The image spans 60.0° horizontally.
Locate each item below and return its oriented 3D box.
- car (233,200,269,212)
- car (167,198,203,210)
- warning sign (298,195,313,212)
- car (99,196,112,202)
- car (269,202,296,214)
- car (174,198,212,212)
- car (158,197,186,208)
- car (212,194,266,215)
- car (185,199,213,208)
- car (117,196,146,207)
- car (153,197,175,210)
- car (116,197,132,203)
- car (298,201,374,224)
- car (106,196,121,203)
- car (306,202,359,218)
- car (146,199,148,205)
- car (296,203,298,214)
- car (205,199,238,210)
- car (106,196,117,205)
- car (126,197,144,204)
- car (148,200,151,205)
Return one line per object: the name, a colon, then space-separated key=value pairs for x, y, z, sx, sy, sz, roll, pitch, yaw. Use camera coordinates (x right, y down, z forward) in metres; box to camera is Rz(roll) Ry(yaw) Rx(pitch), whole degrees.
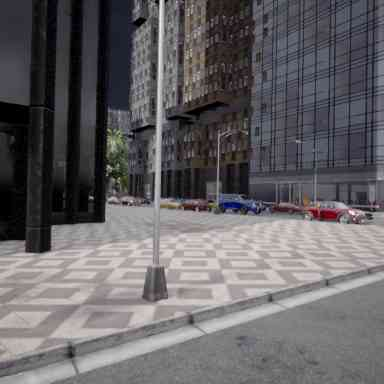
car: x=7.318 y=1.733 z=41.537 sx=1.947 sy=1.339 sz=4.313 roll=2 pitch=-1 yaw=-35
car: x=-1.015 y=1.563 z=43.158 sx=2.033 sy=1.411 sz=5.357 roll=2 pitch=-1 yaw=-35
warning sign: x=12.858 y=1.340 z=37.752 sx=1.300 sy=1.860 sz=1.060 roll=2 pitch=-1 yaw=-35
car: x=-21.325 y=1.757 z=81.763 sx=1.802 sy=1.307 sz=4.206 roll=2 pitch=-1 yaw=-35
car: x=10.500 y=1.746 z=37.068 sx=1.802 sy=1.307 sz=4.206 roll=2 pitch=-1 yaw=-35
car: x=0.373 y=1.486 z=36.598 sx=1.887 sy=1.381 sz=4.507 roll=2 pitch=-1 yaw=-35
car: x=-3.211 y=1.594 z=51.639 sx=2.128 sy=1.511 sz=4.902 roll=2 pitch=-1 yaw=-35
car: x=4.920 y=1.231 z=34.829 sx=2.150 sy=2.045 sz=5.566 roll=2 pitch=-1 yaw=-35
car: x=0.953 y=1.724 z=50.476 sx=2.008 sy=1.369 sz=4.403 roll=2 pitch=-1 yaw=-35
car: x=-9.174 y=1.390 z=50.011 sx=1.967 sy=1.590 sz=4.097 roll=2 pitch=-1 yaw=-35
car: x=-2.711 y=1.470 z=40.930 sx=1.752 sy=1.417 sz=4.829 roll=2 pitch=-1 yaw=-35
car: x=-14.960 y=1.741 z=72.824 sx=1.947 sy=1.339 sz=4.313 roll=2 pitch=-1 yaw=-35
car: x=9.907 y=1.372 z=23.215 sx=1.967 sy=1.590 sz=4.097 roll=2 pitch=-1 yaw=-36
car: x=-18.240 y=1.700 z=77.433 sx=1.752 sy=1.417 sz=4.829 roll=2 pitch=-1 yaw=-35
car: x=13.683 y=1.727 z=32.598 sx=1.947 sy=1.339 sz=4.313 roll=2 pitch=-1 yaw=-35
car: x=-9.299 y=1.704 z=60.112 sx=1.895 sy=1.301 sz=4.718 roll=2 pitch=-1 yaw=-35
car: x=11.195 y=1.552 z=26.042 sx=2.033 sy=1.411 sz=5.357 roll=2 pitch=-1 yaw=-33
car: x=4.037 y=1.696 z=46.146 sx=1.752 sy=1.417 sz=4.829 roll=2 pitch=-1 yaw=-35
car: x=-12.360 y=1.533 z=54.479 sx=1.802 sy=1.307 sz=4.206 roll=2 pitch=-1 yaw=-35
car: x=-11.778 y=1.742 z=68.355 sx=1.947 sy=1.339 sz=4.313 roll=2 pitch=-1 yaw=-35
car: x=-5.412 y=1.727 z=59.416 sx=2.008 sy=1.369 sz=4.403 roll=2 pitch=-1 yaw=-35
